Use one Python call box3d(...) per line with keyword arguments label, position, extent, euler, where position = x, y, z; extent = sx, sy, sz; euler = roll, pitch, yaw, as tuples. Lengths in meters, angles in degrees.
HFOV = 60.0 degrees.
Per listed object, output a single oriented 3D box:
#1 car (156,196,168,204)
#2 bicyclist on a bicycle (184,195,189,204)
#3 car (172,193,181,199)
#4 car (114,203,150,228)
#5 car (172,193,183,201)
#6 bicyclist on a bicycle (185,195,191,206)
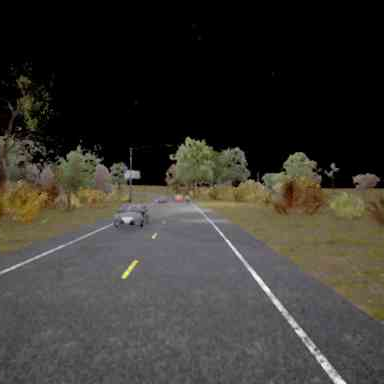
box3d(label="car", position=(-5.589, 1.453, 62.671), extent=(1.837, 1.490, 4.892), euler=(0, 0, -3))
box3d(label="bicyclist on a bicycle", position=(-1.077, 1.380, 62.572), extent=(0.866, 1.612, 1.509), euler=(0, 0, -4))
box3d(label="car", position=(-4.340, 1.109, 91.917), extent=(2.097, 1.767, 4.553), euler=(0, 0, -6))
box3d(label="car", position=(-3.886, 1.483, 22.081), extent=(2.128, 1.511, 4.902), euler=(0, 0, -1))
box3d(label="car", position=(-3.178, 1.260, 78.269), extent=(2.097, 1.767, 4.553), euler=(0, 0, -5))
box3d(label="bicyclist on a bicycle", position=(-0.560, 1.391, 53.461), extent=(0.866, 1.612, 1.509), euler=(0, 0, -3))
